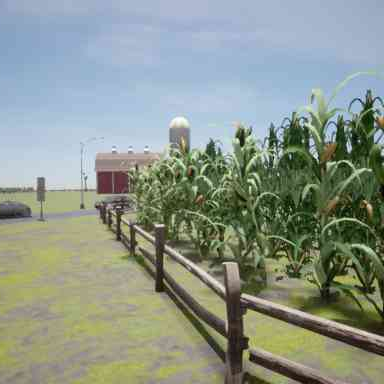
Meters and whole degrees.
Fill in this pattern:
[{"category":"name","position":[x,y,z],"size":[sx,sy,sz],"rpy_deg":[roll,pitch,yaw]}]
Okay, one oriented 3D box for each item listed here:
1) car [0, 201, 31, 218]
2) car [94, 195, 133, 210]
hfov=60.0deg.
[{"category":"car","position":[-14.463,1.348,25.138],"size":[1.994,1.385,4.181],"rpy_deg":[-1,1,30]},{"category":"car","position":[-8.322,1.085,35.503],"size":[1.837,1.490,4.892],"rpy_deg":[-1,0,29]}]
